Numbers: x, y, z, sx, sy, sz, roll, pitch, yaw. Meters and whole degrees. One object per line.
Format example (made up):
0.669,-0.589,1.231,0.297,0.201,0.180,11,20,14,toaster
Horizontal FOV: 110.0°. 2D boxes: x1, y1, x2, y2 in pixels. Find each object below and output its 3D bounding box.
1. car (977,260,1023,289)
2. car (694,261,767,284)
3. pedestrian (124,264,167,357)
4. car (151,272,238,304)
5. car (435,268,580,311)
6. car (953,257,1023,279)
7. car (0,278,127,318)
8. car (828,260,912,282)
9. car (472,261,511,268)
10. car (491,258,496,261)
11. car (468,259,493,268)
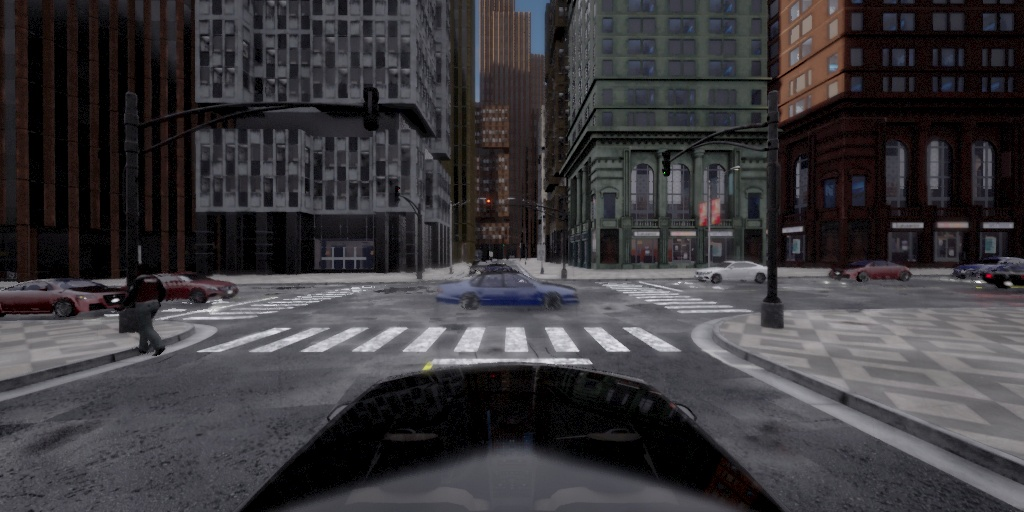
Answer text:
25.923,1.001,17.131,4.718,1.301,1.895,-1,0,0,car
14.596,1.037,23.793,4.674,1.442,1.812,-1,0,-1,car
-7.342,1.042,7.191,0.375,1.860,0.375,0,0,0,pedestrian
-15.710,1.474,17.013,4.674,1.442,1.812,-1,0,0,car
-0.191,1.296,13.811,5.357,1.411,2.033,0,0,0,car
32.376,0.812,23.840,4.674,1.442,1.812,-1,0,-1,car
-17.215,1.548,13.749,4.181,1.385,1.994,-1,0,0,car
23.651,0.959,23.819,4.181,1.385,1.994,-1,0,0,car
-0.882,1.304,26.011,1.994,1.385,4.181,0,0,20,car
-3.318,1.223,45.458,1.837,1.490,4.892,0,0,0,car
-3.233,1.237,35.993,1.837,1.490,4.892,0,0,-1,car
